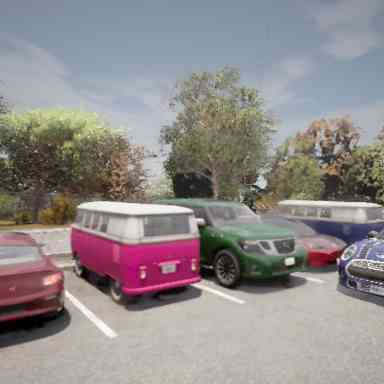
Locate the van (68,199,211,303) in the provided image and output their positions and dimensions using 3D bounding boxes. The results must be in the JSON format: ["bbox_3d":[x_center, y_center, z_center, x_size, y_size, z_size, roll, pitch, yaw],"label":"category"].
[{"bbox_3d":[-1.707,1.263,8.370,1.878,1.987,4.442,0,0,-35],"label":"van"}]

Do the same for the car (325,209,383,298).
[{"bbox_3d":[5.519,1.397,7.922,4.553,1.767,2.097,1,-1,-35],"label":"car"}]

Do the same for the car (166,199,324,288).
[{"bbox_3d":[0.638,1.241,9.863,2.435,2.045,5.566,0,0,-35],"label":"car"}]

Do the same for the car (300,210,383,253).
[{"bbox_3d":[7.389,1.663,14.703,2.002,1.452,4.674,1,-1,-35],"label":"car"}]

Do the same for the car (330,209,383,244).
[{"bbox_3d":[9.633,1.701,16.340,2.163,1.488,4.792,1,-1,-35],"label":"car"}]

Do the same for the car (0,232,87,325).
[{"bbox_3d":[-3.899,1.525,6.662,2.002,1.452,4.674,0,0,-35],"label":"car"}]

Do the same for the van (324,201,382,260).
[{"bbox_3d":[5.063,1.349,13.192,1.878,1.987,4.442,1,-1,-35],"label":"van"}]
